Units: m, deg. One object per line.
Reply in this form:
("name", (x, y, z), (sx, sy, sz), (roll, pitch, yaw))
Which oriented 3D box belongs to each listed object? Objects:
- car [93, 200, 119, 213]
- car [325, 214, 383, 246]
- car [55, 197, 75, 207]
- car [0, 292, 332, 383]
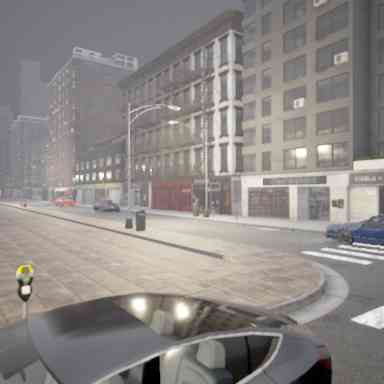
("car", (-10.031, 1.665, 38.636), (1.994, 1.385, 4.181), (0, 0, -35))
("car", (8.091, 1.562, 13.109), (2.033, 1.411, 5.357), (0, 0, -35))
("car", (-20.397, 1.508, 53.235), (2.097, 1.767, 4.553), (0, 0, -35))
("car", (-0.807, 1.566, 2.236), (4.313, 1.339, 1.947), (0, 0, -35))
